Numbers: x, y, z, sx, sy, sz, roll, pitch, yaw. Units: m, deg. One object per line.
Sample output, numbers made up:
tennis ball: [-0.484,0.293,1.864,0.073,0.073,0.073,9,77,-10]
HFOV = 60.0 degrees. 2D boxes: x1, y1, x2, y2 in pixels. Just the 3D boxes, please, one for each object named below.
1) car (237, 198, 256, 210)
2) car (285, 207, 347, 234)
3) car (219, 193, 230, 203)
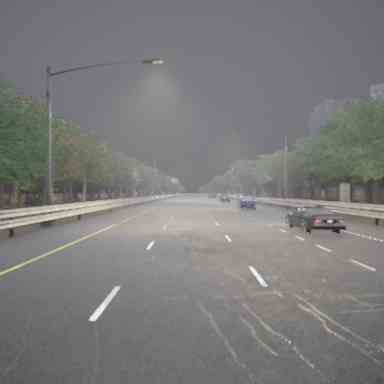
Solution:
car: [7.010,1.503,43.457,1.882,1.535,5.008,0,0,0]
car: [7.005,1.550,19.379,2.033,1.411,5.357,0,0,0]
car: [7.039,1.392,73.025,2.097,1.767,4.553,0,0,0]
